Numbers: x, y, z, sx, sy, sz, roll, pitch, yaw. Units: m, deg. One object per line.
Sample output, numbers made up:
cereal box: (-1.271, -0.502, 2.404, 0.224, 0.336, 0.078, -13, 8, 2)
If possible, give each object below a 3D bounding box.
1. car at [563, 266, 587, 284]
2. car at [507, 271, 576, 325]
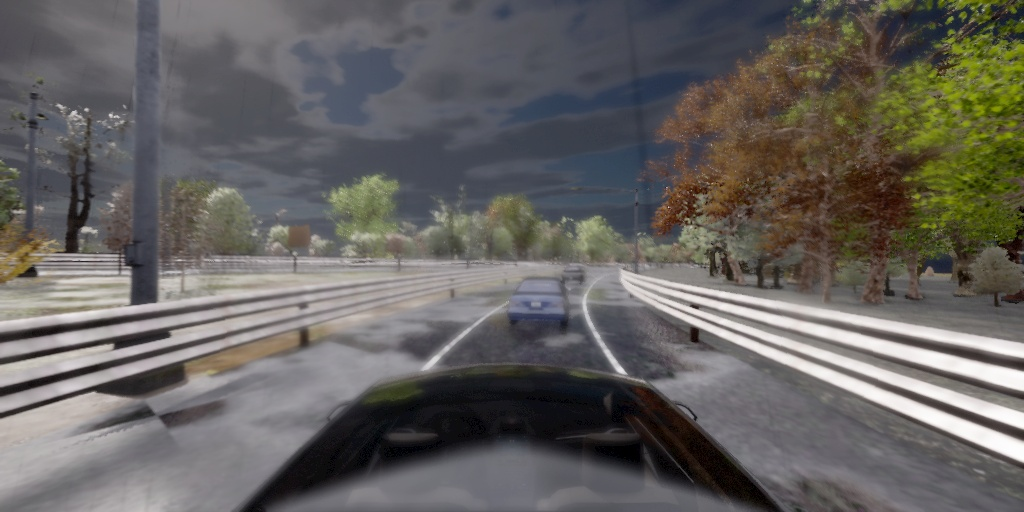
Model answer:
car: (5.467, 1.616, 31.424, 2.128, 1.511, 4.902, 0, -1, 16)
car: (1.032, 1.419, 12.406, 2.033, 1.411, 5.357, 0, -1, 8)
